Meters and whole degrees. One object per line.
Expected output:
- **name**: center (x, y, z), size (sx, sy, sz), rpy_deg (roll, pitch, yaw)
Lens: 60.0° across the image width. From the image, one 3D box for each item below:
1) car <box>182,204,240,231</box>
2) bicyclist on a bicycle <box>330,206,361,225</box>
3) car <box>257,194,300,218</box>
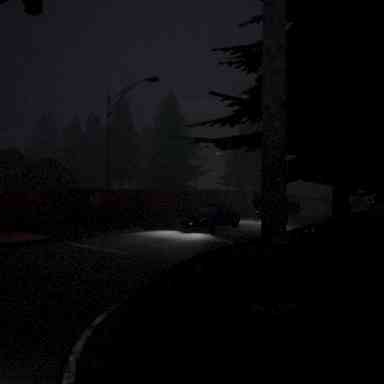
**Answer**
- **car**: center (1.321, 1.478, 20.444), size (1.812, 1.442, 4.674), rpy_deg (0, 0, 36)
- **bicyclist on a bicycle**: center (8.163, 1.110, 18.076), size (1.656, 1.620, 0.582), rpy_deg (-23, -9, 34)
- **car**: center (7.681, 1.175, 29.094), size (2.150, 2.045, 5.566), rpy_deg (0, 0, 37)
